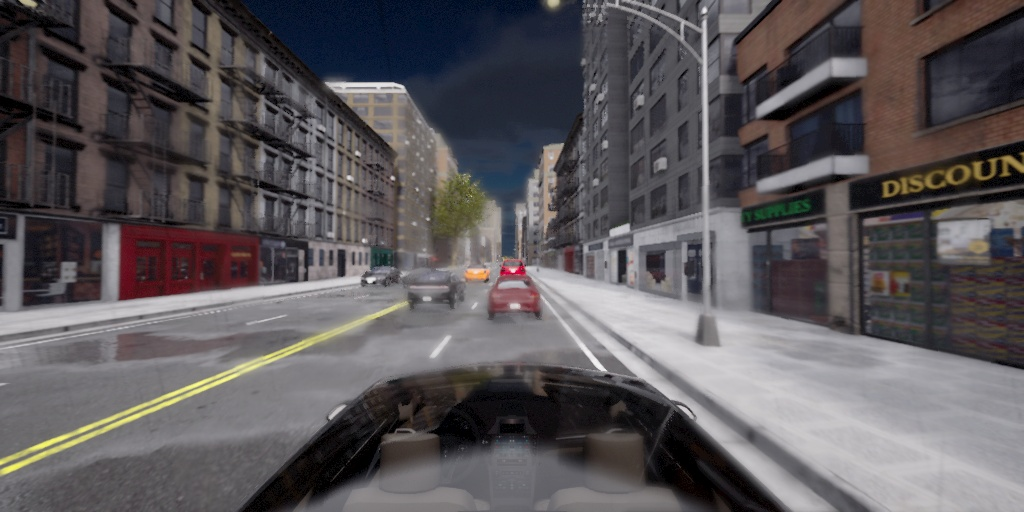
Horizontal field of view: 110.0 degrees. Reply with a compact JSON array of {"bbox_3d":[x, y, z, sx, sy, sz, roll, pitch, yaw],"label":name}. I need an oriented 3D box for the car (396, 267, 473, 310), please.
[{"bbox_3d":[-3.154,1.415,15.750,2.128,1.511,4.902,0,-1,0],"label":"car"}]

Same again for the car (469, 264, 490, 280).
[{"bbox_3d":[-3.160,1.508,33.731,2.097,1.767,4.553,0,-1,0],"label":"car"}]

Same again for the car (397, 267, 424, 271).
[{"bbox_3d":[-6.604,1.565,26.438,1.837,1.490,4.892,0,-1,0],"label":"car"}]

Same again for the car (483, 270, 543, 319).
[{"bbox_3d":[0.100,1.419,13.344,1.812,1.442,4.674,0,-1,0],"label":"car"}]

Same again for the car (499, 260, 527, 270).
[{"bbox_3d":[0.090,1.343,31.132,2.150,2.045,5.566,0,-1,0],"label":"car"}]

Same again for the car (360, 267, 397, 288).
[{"bbox_3d":[-9.853,1.563,27.374,2.128,1.511,4.902,0,-1,0],"label":"car"}]
